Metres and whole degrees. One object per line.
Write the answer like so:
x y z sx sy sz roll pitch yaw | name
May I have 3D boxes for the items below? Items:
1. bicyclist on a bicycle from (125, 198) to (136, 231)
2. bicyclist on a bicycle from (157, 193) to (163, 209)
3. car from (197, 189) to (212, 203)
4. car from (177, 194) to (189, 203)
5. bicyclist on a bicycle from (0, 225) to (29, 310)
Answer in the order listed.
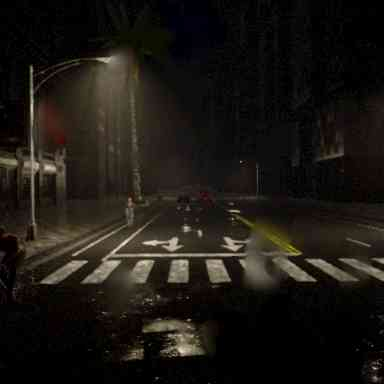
-3.484 1.218 18.506 0.659 1.776 1.843 0 1 0 | bicyclist on a bicycle
-3.529 0.989 36.548 0.659 1.776 1.843 0 1 0 | bicyclist on a bicycle
1.909 0.610 51.578 2.150 2.045 5.566 0 1 0 | car
-1.339 1.010 51.574 1.895 1.301 4.718 0 1 0 | car
-3.460 1.434 6.209 0.582 1.620 1.656 -1 1 0 | bicyclist on a bicycle
